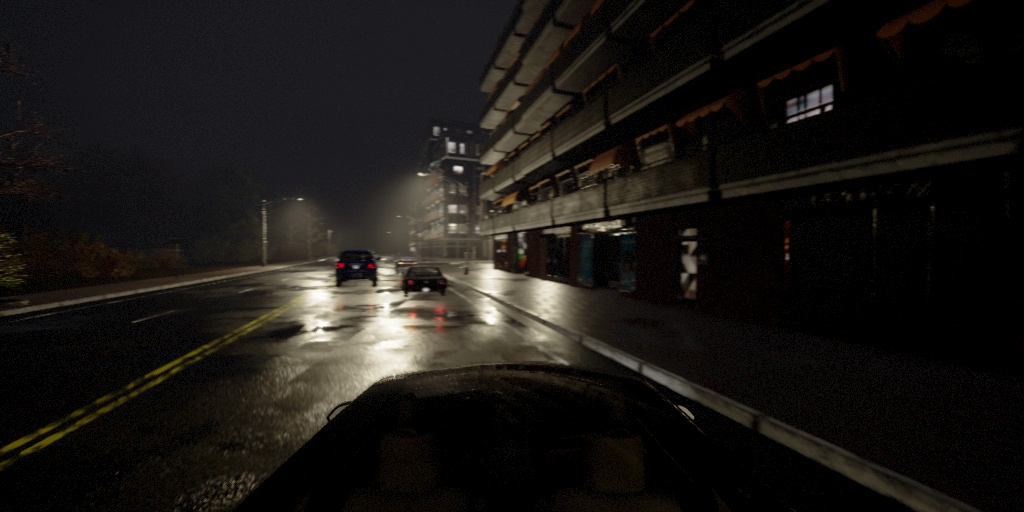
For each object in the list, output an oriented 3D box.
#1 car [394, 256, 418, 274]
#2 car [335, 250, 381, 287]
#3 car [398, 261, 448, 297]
[{"bbox_3d":[-9.454,0.776,32.066,2.128,1.511,4.902,0,1,-19],"label":"car"},{"bbox_3d":[-9.160,0.651,21.539,2.150,2.045,5.566,0,1,-19],"label":"car"},{"bbox_3d":[-4.334,1.113,17.301,1.895,1.301,4.718,0,1,-18],"label":"car"}]
